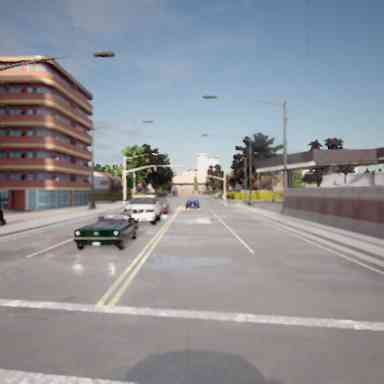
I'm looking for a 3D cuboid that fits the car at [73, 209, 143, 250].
[{"bbox_3d":[-3.570,1.625,14.635,1.895,1.301,4.718,0,0,0],"label":"car"}]

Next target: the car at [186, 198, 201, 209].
[{"bbox_3d":[0.121,1.526,45.164,1.812,1.442,4.674,0,0,1],"label":"car"}]

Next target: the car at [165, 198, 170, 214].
[{"bbox_3d":[-3.484,1.367,34.789,2.097,1.767,4.553,0,0,0],"label":"car"}]

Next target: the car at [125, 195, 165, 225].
[{"bbox_3d":[-3.543,1.242,24.658,2.150,2.045,5.566,0,0,0],"label":"car"}]
